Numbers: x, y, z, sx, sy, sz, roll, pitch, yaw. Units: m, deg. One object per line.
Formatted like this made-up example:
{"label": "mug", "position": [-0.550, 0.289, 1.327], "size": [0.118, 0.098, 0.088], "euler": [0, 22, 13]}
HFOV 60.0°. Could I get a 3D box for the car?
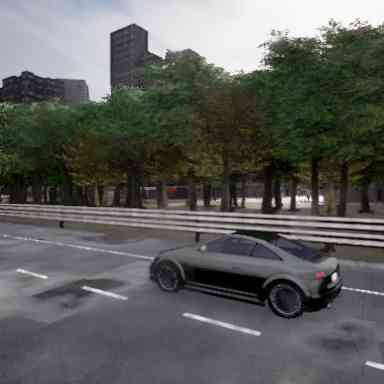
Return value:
{"label": "car", "position": [1.041, 1.567, 7.426], "size": [4.181, 1.385, 1.994], "euler": [0, 0, 36]}
